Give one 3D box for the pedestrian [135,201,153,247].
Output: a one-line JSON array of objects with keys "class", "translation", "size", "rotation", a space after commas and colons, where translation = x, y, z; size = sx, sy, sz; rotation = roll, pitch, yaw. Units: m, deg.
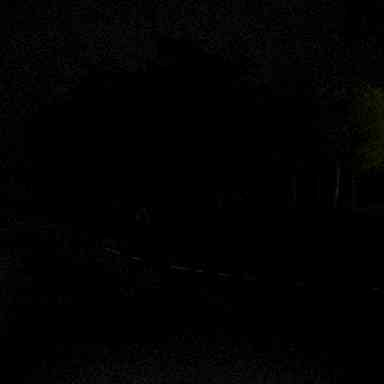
[{"class": "pedestrian", "translation": [-1.881, 1.179, 12.855], "size": [0.375, 1.860, 0.375], "rotation": [-3, 4, -38]}]
